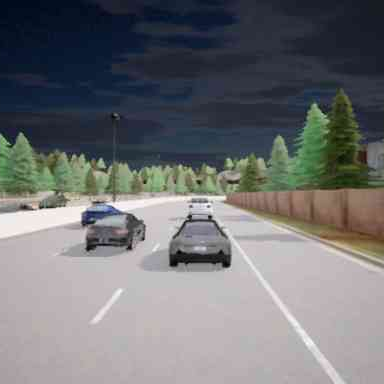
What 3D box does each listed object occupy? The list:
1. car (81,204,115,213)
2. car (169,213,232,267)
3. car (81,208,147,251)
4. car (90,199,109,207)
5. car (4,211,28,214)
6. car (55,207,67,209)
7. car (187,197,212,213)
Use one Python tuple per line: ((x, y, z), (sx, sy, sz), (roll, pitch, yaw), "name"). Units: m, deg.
((-6.436, 1.634, 24.102), (1.882, 1.535, 5.008), (0, 0, 1), "car")
((0.286, 1.647, 11.806), (1.994, 1.385, 4.181), (0, 0, 1), "car")
((-3.161, 1.621, 14.408), (1.812, 1.442, 4.674), (0, 0, 1), "car")
((-16.220, 1.980, 58.673), (1.895, 1.301, 4.718), (0, 0, 1), "car")
((-13.585, 1.656, 24.975), (1.837, 1.490, 4.892), (0, 0, 2), "car")
((-20.023, 1.514, 48.295), (2.150, 2.045, 5.566), (0, 0, 2), "car")
((0.744, 1.443, 31.618), (2.150, 2.045, 5.566), (0, 0, 1), "car")
